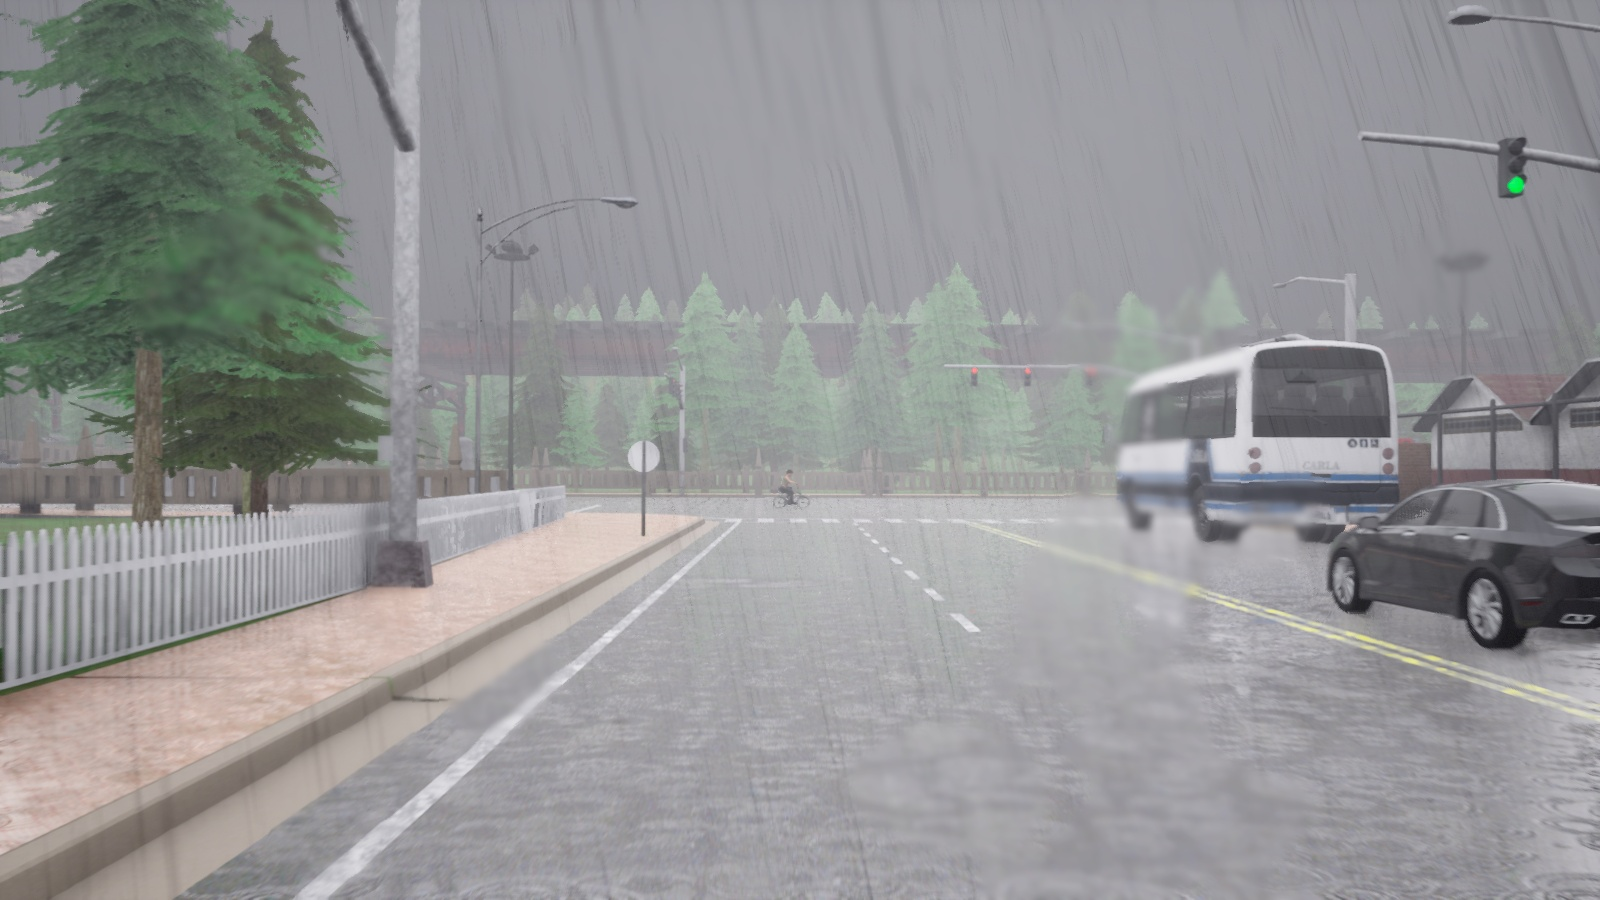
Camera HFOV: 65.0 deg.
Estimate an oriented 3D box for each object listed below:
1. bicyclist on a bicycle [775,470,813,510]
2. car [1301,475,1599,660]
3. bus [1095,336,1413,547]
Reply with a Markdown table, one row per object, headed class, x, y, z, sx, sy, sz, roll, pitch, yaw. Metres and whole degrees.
| class | x | y | z | sx | sy | sz | roll | pitch | yaw |
| --- | --- | --- | --- | --- | --- | --- | --- | --- | --- |
| bicyclist on a bicycle | -0.254 | 1.607 | 51.066 | 1.509 | 1.612 | 0.866 | 0 | -1 | -2 |
| car | 6.969 | 1.004 | 12.673 | 1.837 | 1.490 | 4.892 | 0 | -1 | 0 |
| bus | 10.418 | -0.091 | 30.621 | 3.944 | 4.253 | 10.273 | 0 | -1 | 0 |
